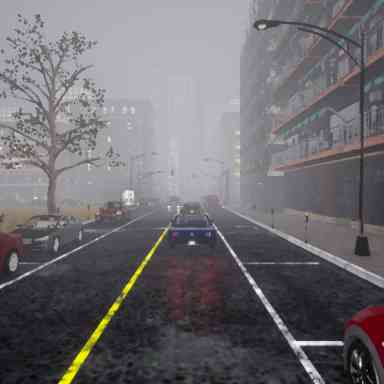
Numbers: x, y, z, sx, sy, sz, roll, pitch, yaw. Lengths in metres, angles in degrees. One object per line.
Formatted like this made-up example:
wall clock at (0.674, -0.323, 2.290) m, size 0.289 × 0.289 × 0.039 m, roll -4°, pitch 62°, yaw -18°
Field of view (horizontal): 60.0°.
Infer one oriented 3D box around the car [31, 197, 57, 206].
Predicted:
car at (-27.972, 1.985, 62.697) m, size 4.403 × 1.369 × 2.008 m, roll -1°, pitch 1°, yaw 0°

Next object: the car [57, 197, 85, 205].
car at (-22.403, 1.904, 62.737) m, size 4.403 × 1.369 × 2.008 m, roll -1°, pitch 1°, yaw 0°

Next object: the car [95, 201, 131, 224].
car at (-5.697, 1.437, 24.345) m, size 1.967 × 1.590 × 4.097 m, roll 0°, pitch 0°, yaw 0°

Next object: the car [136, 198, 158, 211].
car at (-5.698, 1.443, 40.927) m, size 1.967 × 1.590 × 4.097 m, roll 0°, pitch 0°, yaw 0°

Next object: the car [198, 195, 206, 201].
car at (2.684, 1.606, 89.900) m, size 1.947 × 1.339 × 4.313 m, roll 0°, pitch 0°, yaw 0°

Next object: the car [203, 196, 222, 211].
car at (2.684, 1.547, 40.926) m, size 1.887 × 1.381 × 4.507 m, roll 0°, pitch 0°, yaw 0°

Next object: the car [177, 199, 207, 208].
car at (0.000, 1.571, 29.652) m, size 1.994 × 1.385 × 4.181 m, roll 0°, pitch 0°, yaw 0°

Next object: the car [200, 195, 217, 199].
car at (2.682, 1.321, 46.454) m, size 2.192 × 1.841 × 5.009 m, roll 0°, pitch 0°, yaw 0°

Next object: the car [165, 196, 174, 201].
car at (-5.697, 1.600, 84.388) m, size 1.947 × 1.339 × 4.313 m, roll 0°, pitch 0°, yaw 0°

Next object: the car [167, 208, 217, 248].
car at (0.000, 1.613, 14.681) m, size 1.895 × 1.301 × 4.718 m, roll 0°, pitch 0°, yaw 0°

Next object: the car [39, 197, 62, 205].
car at (-30.272, 1.846, 71.317) m, size 4.097 × 1.590 × 1.967 m, roll -1°, pitch 1°, yaw 0°

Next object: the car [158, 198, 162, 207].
car at (-5.697, 1.591, 51.983) m, size 1.802 × 1.307 × 4.206 m, roll 0°, pitch 0°, yaw 0°

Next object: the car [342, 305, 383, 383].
car at (2.684, 1.437, 2.234) m, size 1.967 × 1.590 × 4.097 m, roll 0°, pitch 0°, yaw 0°

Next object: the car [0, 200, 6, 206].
car at (-38.401, 2.131, 62.667) m, size 4.507 × 1.381 × 1.887 m, roll -1°, pitch 1°, yaw 0°

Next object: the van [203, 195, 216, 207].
van at (2.683, 1.350, 51.982) m, size 1.690 × 1.788 × 3.998 m, roll 0°, pitch 0°, yaw 0°

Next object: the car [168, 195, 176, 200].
car at (-5.697, 1.612, 95.436) m, size 1.947 × 1.339 × 4.313 m, roll 0°, pitch 0°, yaw 0°

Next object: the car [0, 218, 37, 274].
car at (-5.696, 1.541, 7.762) m, size 1.887 × 1.381 × 4.507 m, roll 0°, pitch 0°, yaw 0°

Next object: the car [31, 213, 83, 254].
car at (-5.696, 1.547, 13.289) m, size 2.008 × 1.369 × 4.403 m, roll 0°, pitch 0°, yaw 0°

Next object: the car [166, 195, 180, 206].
car at (-3.000, 1.572, 56.643) m, size 1.812 × 1.442 × 4.674 m, roll 0°, pitch 0°, yaw 0°

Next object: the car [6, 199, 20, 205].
car at (-39.173, 2.118, 71.205) m, size 4.206 × 1.307 × 1.802 m, roll -1°, pitch 1°, yaw 0°
